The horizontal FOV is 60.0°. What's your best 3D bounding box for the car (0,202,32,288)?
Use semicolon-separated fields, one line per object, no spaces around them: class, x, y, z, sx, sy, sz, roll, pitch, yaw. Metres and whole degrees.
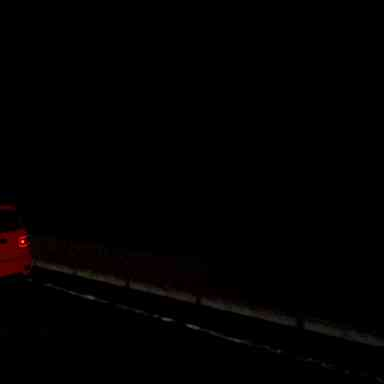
car;-6.136;1.238;8.068;5.566;2.045;2.150;0;0;36
